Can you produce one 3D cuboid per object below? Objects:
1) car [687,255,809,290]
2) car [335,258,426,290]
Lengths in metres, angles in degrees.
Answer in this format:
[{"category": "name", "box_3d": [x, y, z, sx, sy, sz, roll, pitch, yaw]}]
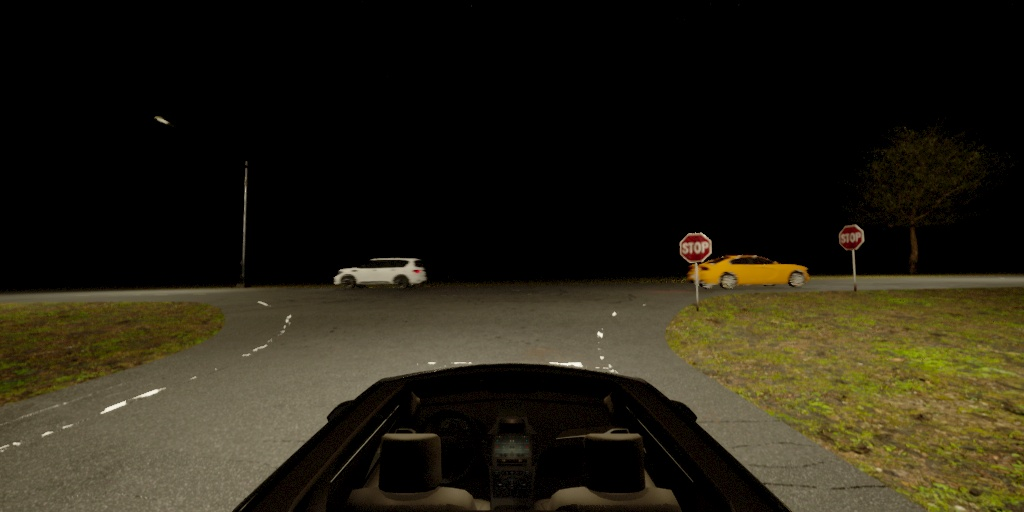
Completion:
[{"category": "car", "box_3d": [10.757, 0.708, 16.493, 5.008, 1.535, 1.882, -1, -3, -1]}, {"category": "car", "box_3d": [-8.398, 1.164, 23.256, 5.566, 2.045, 2.150, 0, -3, 0]}]
